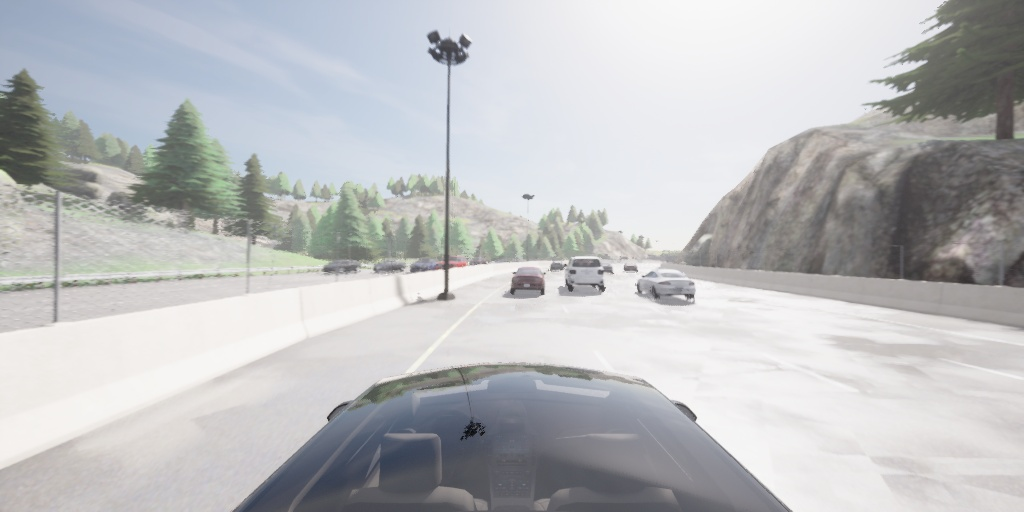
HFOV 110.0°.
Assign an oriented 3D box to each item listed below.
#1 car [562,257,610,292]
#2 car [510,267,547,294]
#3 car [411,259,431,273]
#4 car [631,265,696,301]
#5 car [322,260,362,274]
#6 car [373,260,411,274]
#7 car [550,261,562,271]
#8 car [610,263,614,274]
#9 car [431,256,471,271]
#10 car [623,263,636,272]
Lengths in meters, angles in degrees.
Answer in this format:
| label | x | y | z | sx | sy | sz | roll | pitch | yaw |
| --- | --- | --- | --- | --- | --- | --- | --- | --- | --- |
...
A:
| label | x | y | z | sx | sy | sz | roll | pitch | yaw |
| --- | --- | --- | --- | --- | --- | --- | --- | --- | --- |
| car | 4.525 | 1.070 | 22.777 | 2.150 | 2.045 | 5.566 | 0 | 0 | 7 |
| car | 0.971 | 1.328 | 20.508 | 1.812 | 1.442 | 4.674 | 0 | 0 | 5 |
| car | -10.158 | 1.082 | 42.255 | 2.097 | 1.767 | 4.553 | 1 | 0 | 11 |
| car | 7.795 | 1.399 | 18.433 | 1.812 | 1.442 | 4.674 | 0 | 0 | 5 |
| car | -18.020 | 1.138 | 38.193 | 1.837 | 1.490 | 4.892 | 1 | 0 | 10 |
| car | -13.957 | 1.176 | 41.046 | 2.128 | 1.511 | 4.902 | 1 | 0 | 11 |
| car | 6.902 | 1.434 | 53.391 | 2.128 | 1.511 | 4.902 | 0 | 0 | 15 |
| car | 11.751 | 1.524 | 44.994 | 2.033 | 1.411 | 5.357 | 1 | 0 | 14 |
| car | -6.871 | 0.985 | 40.984 | 2.150 | 2.045 | 5.566 | 1 | 0 | 11 |
| car | 17.297 | 1.655 | 52.441 | 1.895 | 1.301 | 4.718 | 1 | 0 | 16 |
